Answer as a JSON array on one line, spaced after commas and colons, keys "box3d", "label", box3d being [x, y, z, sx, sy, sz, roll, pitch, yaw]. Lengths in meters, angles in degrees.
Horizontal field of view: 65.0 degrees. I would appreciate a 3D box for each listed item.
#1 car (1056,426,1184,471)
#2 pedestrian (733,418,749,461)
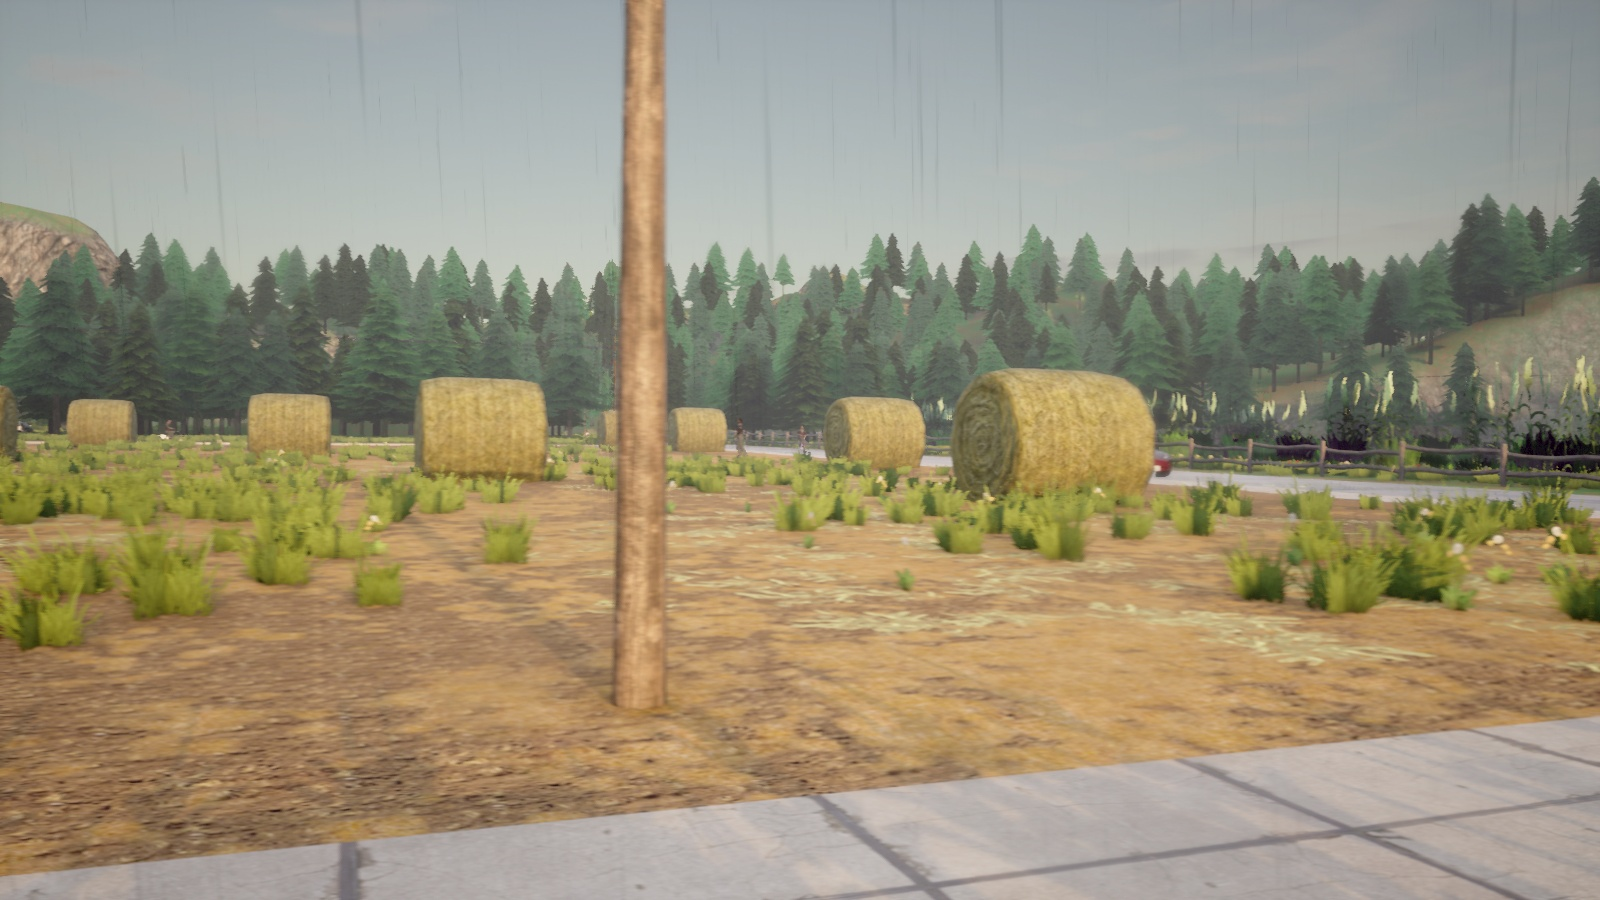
[{"box3d": [11.181, -0.078, 44.248, 2.163, 1.488, 4.792, -1, 1, -18], "label": "car"}, {"box3d": [-2.711, -0.488, 57.235, 0.666, 1.930, 0.402, -1, 1, -9], "label": "pedestrian"}]
